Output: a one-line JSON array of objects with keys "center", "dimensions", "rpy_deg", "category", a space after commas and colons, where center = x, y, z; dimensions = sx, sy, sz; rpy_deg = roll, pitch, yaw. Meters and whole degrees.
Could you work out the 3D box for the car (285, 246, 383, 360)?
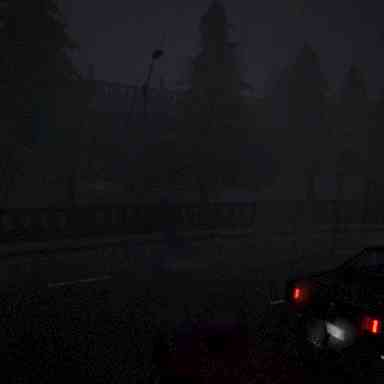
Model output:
[{"center": [3.929, 1.513, 5.210], "dimensions": [4.718, 1.301, 1.895], "rpy_deg": [-1, 0, -23], "category": "car"}]
